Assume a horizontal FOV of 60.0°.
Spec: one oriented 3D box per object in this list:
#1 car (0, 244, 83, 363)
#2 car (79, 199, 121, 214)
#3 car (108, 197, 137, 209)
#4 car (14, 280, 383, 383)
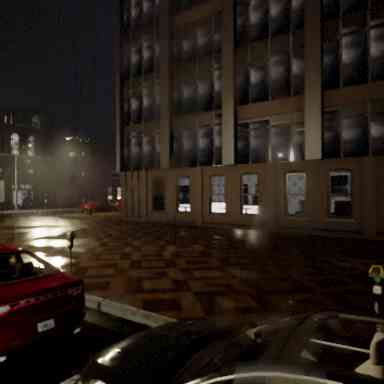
[{"bbox_3d":[-3.649,1.544,5.492,4.507,1.381,1.887,0,0,36],"label":"car"},{"bbox_3d":[-10.171,1.678,35.916,1.802,1.307,4.206,-1,-1,36],"label":"car"},{"bbox_3d":[-10.363,1.637,49.823,1.967,1.590,4.097,-1,-1,36],"label":"car"},{"bbox_3d":[0.980,1.551,2.181,4.403,1.369,2.008,0,0,36],"label":"car"}]
